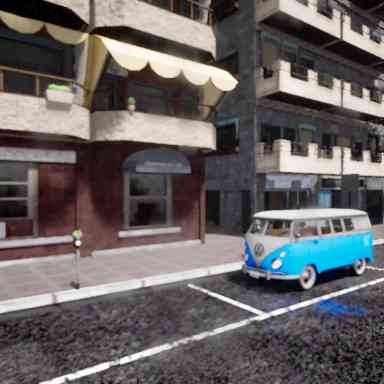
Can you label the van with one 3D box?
[{"bbox_3d":[3.140,1.359,8.809,3.998,1.788,1.690,0,-1,-35],"label":"van"}]
